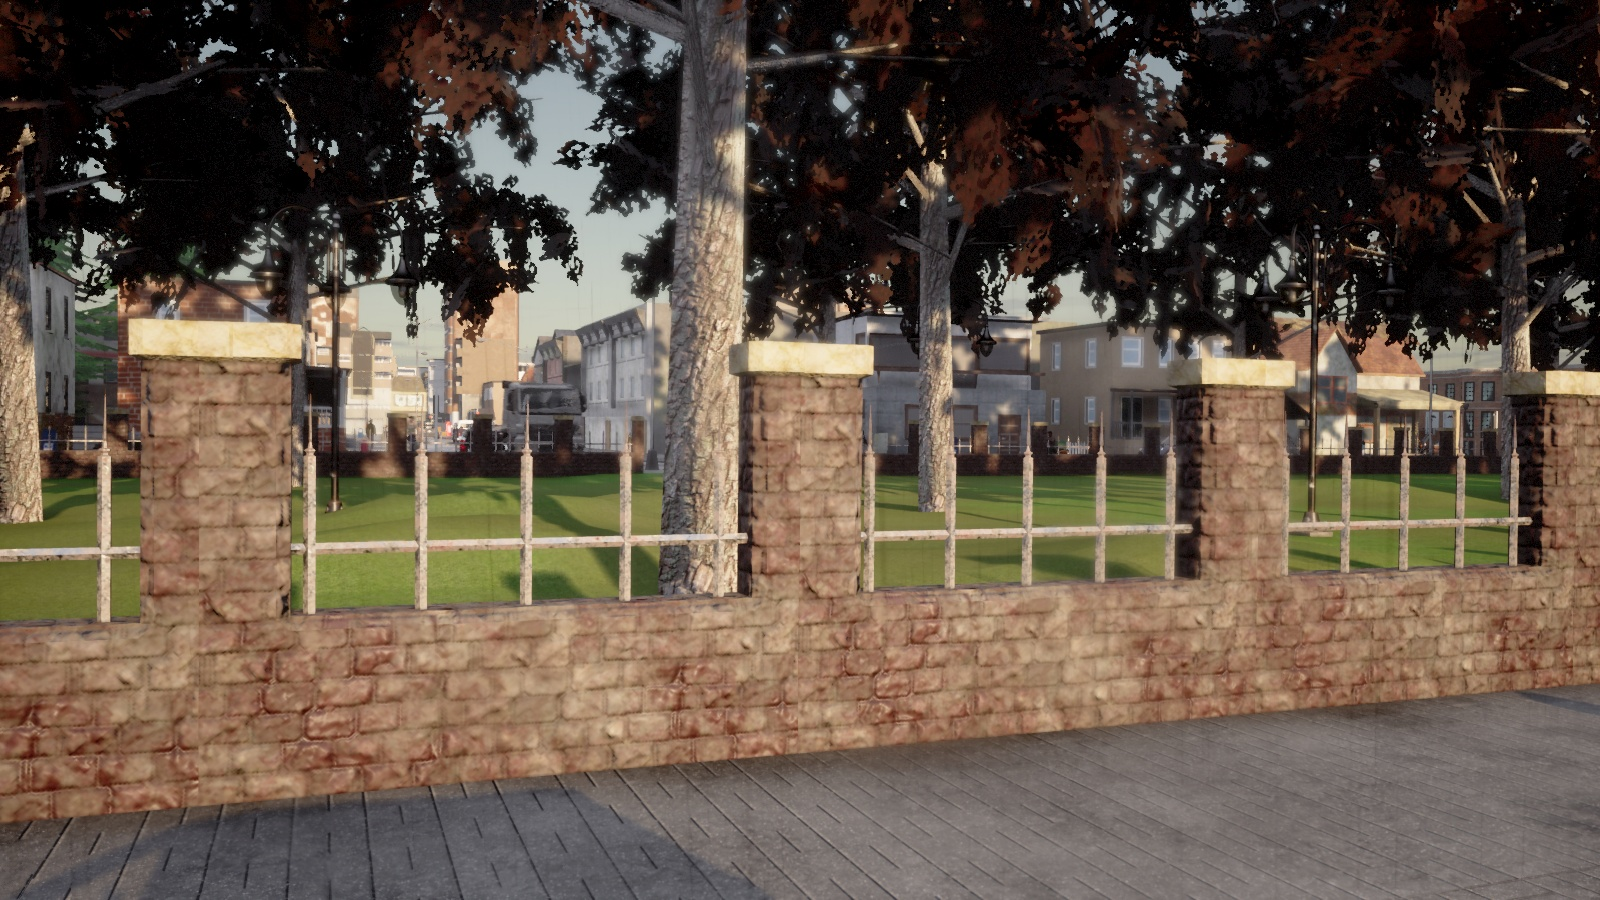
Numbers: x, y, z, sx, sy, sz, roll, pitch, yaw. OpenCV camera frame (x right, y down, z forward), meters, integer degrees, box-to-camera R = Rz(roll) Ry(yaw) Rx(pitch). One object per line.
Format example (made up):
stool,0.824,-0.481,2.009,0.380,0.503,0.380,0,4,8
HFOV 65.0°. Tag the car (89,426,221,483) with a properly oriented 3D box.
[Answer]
car,-22.380,0.125,43.707,3.866,1.878,1.905,-1,1,-21

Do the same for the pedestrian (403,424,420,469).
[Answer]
pedestrian,-15.843,-0.156,51.185,0.345,1.836,0.594,0,1,18

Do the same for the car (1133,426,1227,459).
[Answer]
car,17.850,-0.389,59.012,3.806,1.475,1.970,-1,1,-21

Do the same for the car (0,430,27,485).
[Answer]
car,-26.395,0.246,37.824,5.027,1.651,2.152,-1,1,-24

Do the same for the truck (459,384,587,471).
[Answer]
truck,-12.060,-0.933,54.054,2.891,3.462,7.936,-1,1,-31
